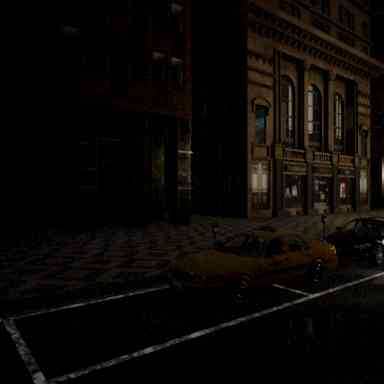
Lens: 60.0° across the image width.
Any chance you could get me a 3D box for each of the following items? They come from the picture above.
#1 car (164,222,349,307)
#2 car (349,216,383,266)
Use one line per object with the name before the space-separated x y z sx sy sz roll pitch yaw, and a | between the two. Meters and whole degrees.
car | 1.627 1.526 8.004 4.829 1.417 1.752 0 0 -37
car | 6.244 1.553 11.505 4.403 1.369 2.008 0 0 -37
